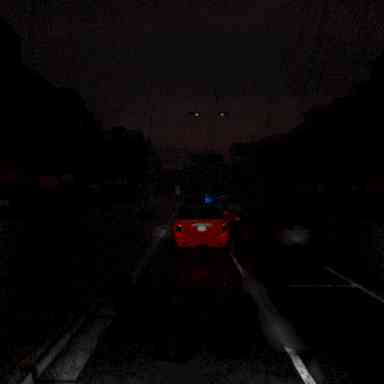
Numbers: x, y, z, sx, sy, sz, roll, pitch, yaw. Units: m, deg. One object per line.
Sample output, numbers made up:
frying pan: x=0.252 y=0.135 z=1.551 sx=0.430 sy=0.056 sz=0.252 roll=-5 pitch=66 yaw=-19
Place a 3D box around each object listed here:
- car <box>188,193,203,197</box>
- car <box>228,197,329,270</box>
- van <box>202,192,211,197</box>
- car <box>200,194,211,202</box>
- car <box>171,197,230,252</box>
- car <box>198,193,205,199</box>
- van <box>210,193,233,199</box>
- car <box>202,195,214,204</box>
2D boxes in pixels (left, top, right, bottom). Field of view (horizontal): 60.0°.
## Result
car: x=0.125 y=1.265 z=42.807 sx=1.837 sy=1.490 sz=4.892 roll=0 pitch=0 yaw=0
car: x=2.657 y=1.253 z=10.737 sx=2.192 sy=1.841 sz=5.009 roll=1 pitch=0 yaw=0
van: x=2.679 y=1.067 z=49.521 sx=1.690 sy=1.788 sz=3.998 roll=1 pitch=0 yaw=0
car: x=2.687 y=1.196 z=66.145 sx=1.887 sy=1.381 sz=4.507 roll=1 pitch=0 yaw=0
car: x=0.243 y=1.273 z=13.658 sx=2.097 sy=1.767 sz=4.553 roll=0 pitch=0 yaw=-3
car: x=2.705 y=1.078 z=93.160 sx=1.752 sy=1.417 sz=4.829 roll=1 pitch=0 yaw=0
van: x=2.667 y=1.185 z=27.360 sx=1.690 sy=1.788 sz=3.998 roll=1 pitch=0 yaw=0
car: x=2.681 y=1.224 z=55.234 sx=1.752 sy=1.417 sz=4.829 roll=1 pitch=0 yaw=0
